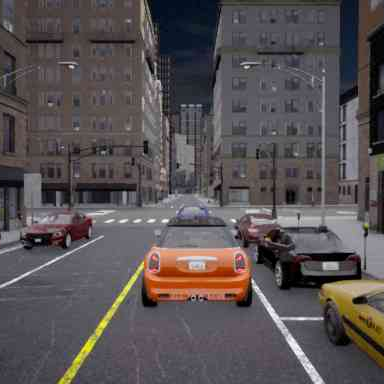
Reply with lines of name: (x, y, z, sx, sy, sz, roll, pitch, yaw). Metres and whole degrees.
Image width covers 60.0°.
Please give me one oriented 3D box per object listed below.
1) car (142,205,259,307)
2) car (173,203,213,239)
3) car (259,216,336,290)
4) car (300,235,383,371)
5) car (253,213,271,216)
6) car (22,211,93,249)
car: (0.092, 1.350, 8.138, 2.097, 1.767, 4.553, 0, 0, 0)
car: (0.090, 1.472, 18.426, 1.882, 1.535, 5.008, 0, 0, 1)
car: (2.861, 1.563, 8.943, 1.947, 1.339, 4.313, -1, 0, 0)
car: (2.864, 1.524, 3.527, 1.752, 1.417, 4.829, -1, 0, 0)
car: (2.858, 1.578, 14.529, 1.802, 1.307, 4.206, -1, 0, 0)
car: (-5.687, 1.541, 14.521, 1.887, 1.381, 4.507, -1, 0, 0)
